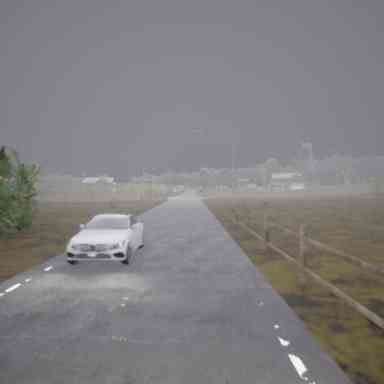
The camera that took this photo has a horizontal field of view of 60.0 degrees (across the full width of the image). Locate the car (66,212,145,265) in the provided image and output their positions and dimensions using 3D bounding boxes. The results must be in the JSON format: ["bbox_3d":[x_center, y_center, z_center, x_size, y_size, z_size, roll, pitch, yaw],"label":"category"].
[{"bbox_3d":[-2.761,1.466,11.586,1.812,1.442,4.674,0,0,0],"label":"car"}]
